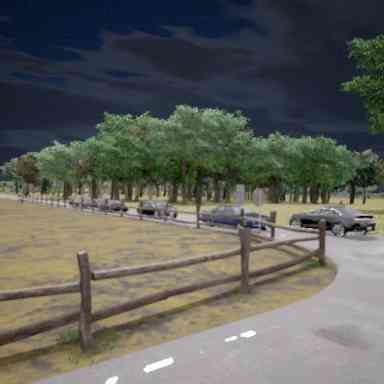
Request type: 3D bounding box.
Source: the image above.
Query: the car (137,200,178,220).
[{"bbox_3d":[-3.002,1.476,28.376,2.128,1.511,4.902,2,-1,-35],"label":"car"}]

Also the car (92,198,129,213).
[{"bbox_3d":[-8.761,1.528,36.507,2.033,1.411,5.357,2,-1,-35],"label":"car"}]

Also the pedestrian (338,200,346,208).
[{"bbox_3d":[9.458,1.396,21.129,0.375,1.860,0.375,2,-1,-35],"label":"pedestrian"}]

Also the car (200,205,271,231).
[{"bbox_3d":[2.628,1.535,20.374,2.033,1.411,5.357,2,-1,-34],"label":"car"}]

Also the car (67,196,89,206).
[{"bbox_3d":[-19.418,1.517,56.471,2.128,1.511,4.902,2,-1,-35],"label":"car"}]

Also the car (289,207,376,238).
[{"bbox_3d":[7.453,1.544,18.216,2.128,1.511,4.902,2,-1,-27],"label":"car"}]

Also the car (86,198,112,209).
[{"bbox_3d":[-13.593,1.592,48.335,2.033,1.411,5.357,2,-1,-35],"label":"car"}]

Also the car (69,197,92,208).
[{"bbox_3d":[-14.547,1.481,44.740,1.837,1.490,4.892,2,-1,-35],"label":"car"}]
